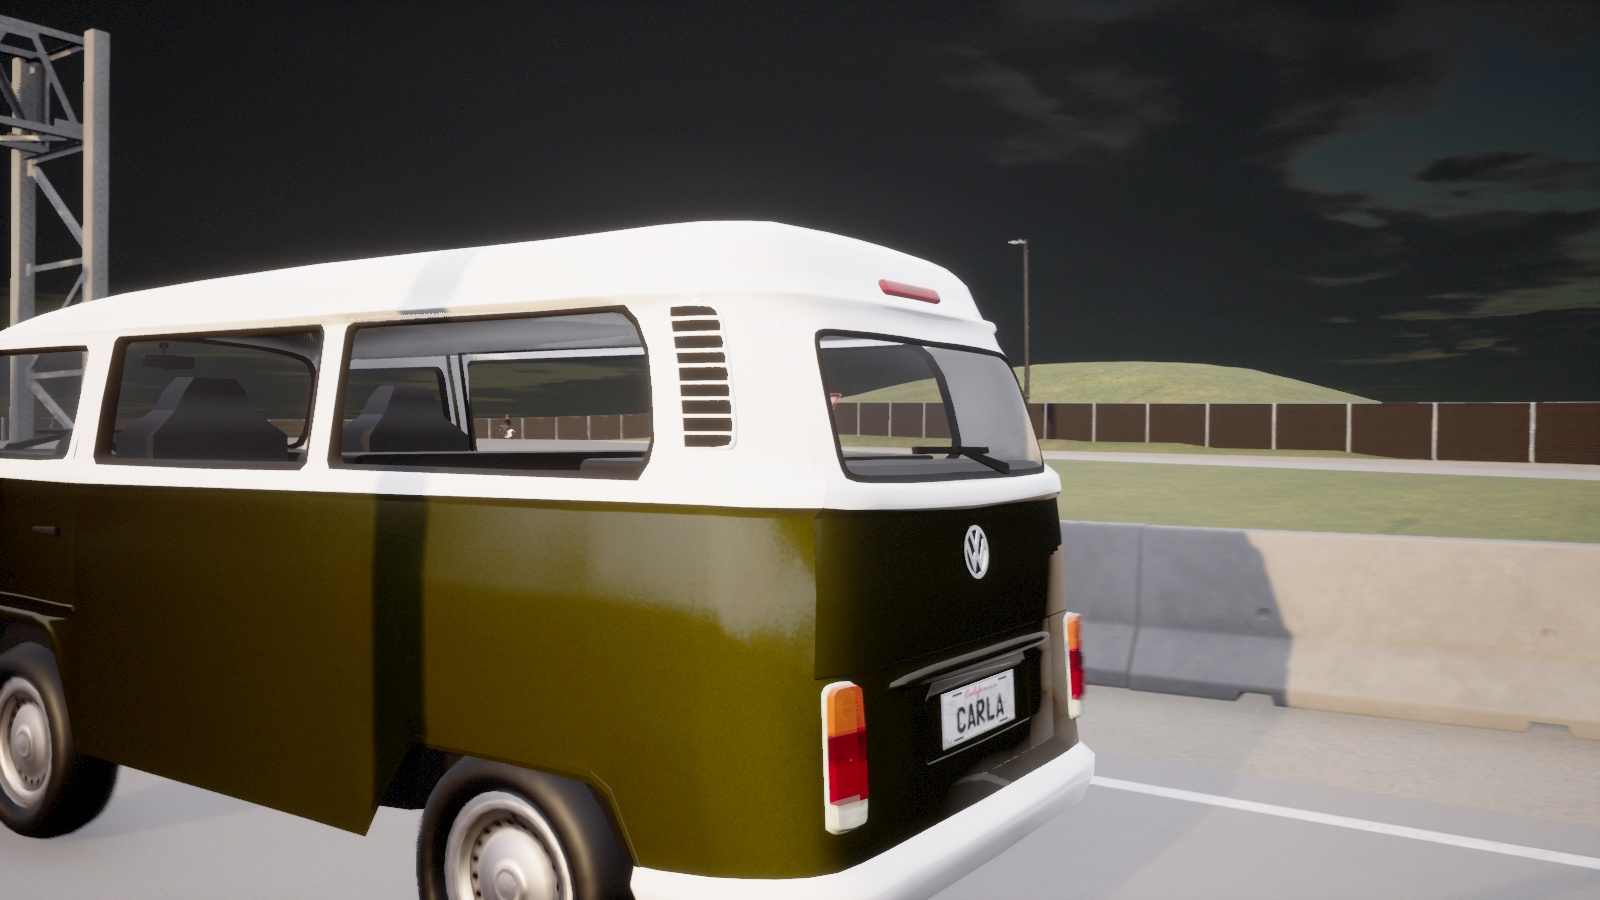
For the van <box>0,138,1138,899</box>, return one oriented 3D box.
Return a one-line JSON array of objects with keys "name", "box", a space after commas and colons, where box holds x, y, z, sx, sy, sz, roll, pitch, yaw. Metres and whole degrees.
[{"name": "van", "box": [-1.333, 0.407, 4.504, 4.480, 2.038, 2.069, 0, 1, 34]}]
